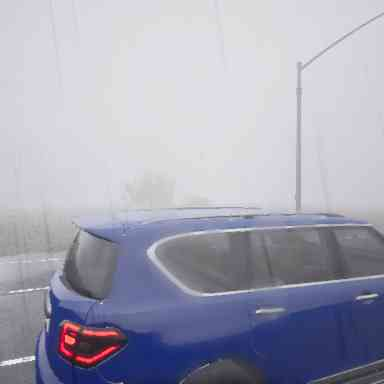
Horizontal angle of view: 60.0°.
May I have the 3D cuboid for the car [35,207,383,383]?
[{"bbox_3d":[1.144,1.219,4.098,5.566,2.045,2.150,0,0,-25],"label":"car"}]
